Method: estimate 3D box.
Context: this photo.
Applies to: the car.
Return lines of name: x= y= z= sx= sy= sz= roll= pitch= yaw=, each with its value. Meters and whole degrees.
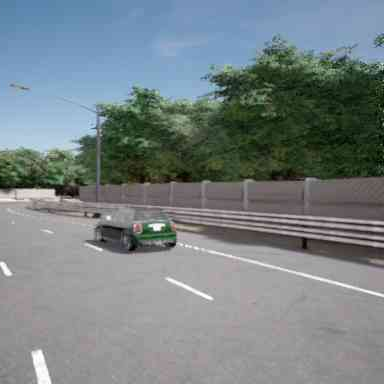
car: x=-2.617 y=1.446 z=14.678 sx=2.097 sy=1.767 sz=4.553 roll=0 pitch=0 yaw=-36
